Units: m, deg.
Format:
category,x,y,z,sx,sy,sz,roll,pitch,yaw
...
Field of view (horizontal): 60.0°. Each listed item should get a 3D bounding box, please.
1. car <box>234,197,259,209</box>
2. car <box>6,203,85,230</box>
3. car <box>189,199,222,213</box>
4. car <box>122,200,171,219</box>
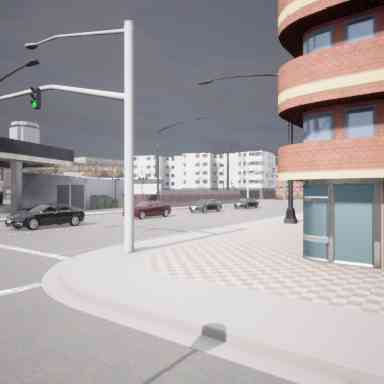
category,x,y,z,sx,sy,sz,roll,pitch,yaw
car,7.462,1.491,45.384,2.128,1.511,4.902,0,0,35
car,-9.191,1.505,21.231,1.837,1.490,4.892,0,0,34
car,1.553,1.491,36.858,2.128,1.511,4.902,0,0,35
car,-3.866,1.478,29.011,1.882,1.535,5.008,0,0,34
